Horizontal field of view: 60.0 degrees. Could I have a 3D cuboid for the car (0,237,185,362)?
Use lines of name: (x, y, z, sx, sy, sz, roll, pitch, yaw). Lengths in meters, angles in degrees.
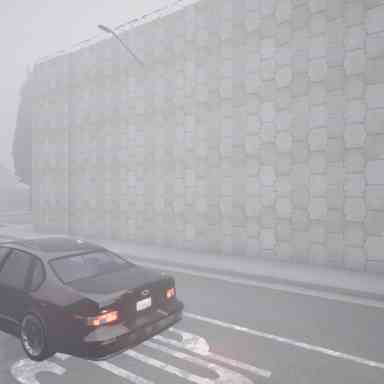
car: (-2.693, 1.547, 5.902, 5.357, 1.411, 2.033, 0, 0, 35)
